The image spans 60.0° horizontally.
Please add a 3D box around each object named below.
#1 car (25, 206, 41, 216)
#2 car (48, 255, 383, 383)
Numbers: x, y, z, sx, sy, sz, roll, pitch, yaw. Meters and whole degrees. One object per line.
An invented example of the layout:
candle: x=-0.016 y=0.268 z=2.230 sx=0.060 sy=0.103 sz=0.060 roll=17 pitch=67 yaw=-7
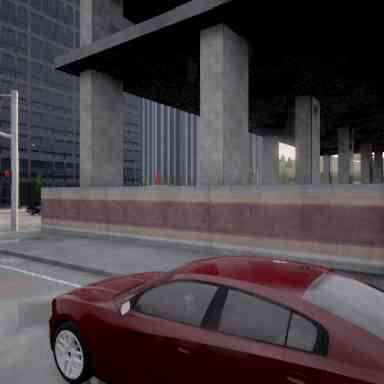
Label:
car: x=-14.147 y=1.656 z=33.551 sx=1.895 sy=1.301 sz=4.718 roll=0 pitch=0 yaw=36
car: x=0.405 y=1.478 z=3.700 sx=5.008 sy=1.535 sz=1.882 roll=0 pitch=0 yaw=35
